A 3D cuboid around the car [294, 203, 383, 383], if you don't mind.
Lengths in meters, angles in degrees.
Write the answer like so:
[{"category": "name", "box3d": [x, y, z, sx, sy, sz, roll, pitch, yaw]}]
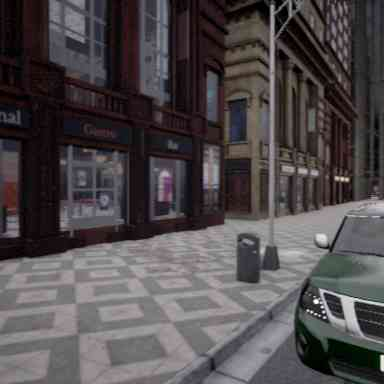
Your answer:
[{"category": "car", "box3d": [3.397, 1.238, 5.299, 2.150, 2.045, 5.566, 1, 0, 34]}]
